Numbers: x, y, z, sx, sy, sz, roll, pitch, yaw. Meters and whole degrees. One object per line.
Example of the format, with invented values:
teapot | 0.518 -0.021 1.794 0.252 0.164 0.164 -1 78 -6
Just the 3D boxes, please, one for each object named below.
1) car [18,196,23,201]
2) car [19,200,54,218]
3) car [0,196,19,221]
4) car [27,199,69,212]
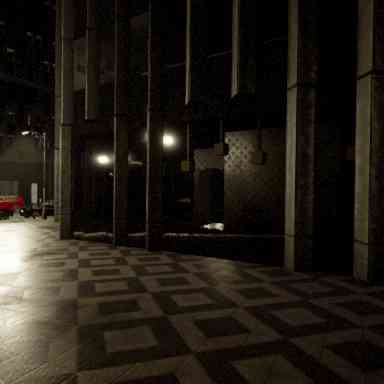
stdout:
car | -20.818 1.353 36.142 2.192 1.841 5.009 1 0 35
car | -13.864 1.742 31.218 1.947 1.339 4.313 1 0 35
car | -17.116 1.463 26.607 2.192 1.841 5.009 1 0 35
car | -17.566 1.633 40.752 1.947 1.339 4.313 1 0 35
